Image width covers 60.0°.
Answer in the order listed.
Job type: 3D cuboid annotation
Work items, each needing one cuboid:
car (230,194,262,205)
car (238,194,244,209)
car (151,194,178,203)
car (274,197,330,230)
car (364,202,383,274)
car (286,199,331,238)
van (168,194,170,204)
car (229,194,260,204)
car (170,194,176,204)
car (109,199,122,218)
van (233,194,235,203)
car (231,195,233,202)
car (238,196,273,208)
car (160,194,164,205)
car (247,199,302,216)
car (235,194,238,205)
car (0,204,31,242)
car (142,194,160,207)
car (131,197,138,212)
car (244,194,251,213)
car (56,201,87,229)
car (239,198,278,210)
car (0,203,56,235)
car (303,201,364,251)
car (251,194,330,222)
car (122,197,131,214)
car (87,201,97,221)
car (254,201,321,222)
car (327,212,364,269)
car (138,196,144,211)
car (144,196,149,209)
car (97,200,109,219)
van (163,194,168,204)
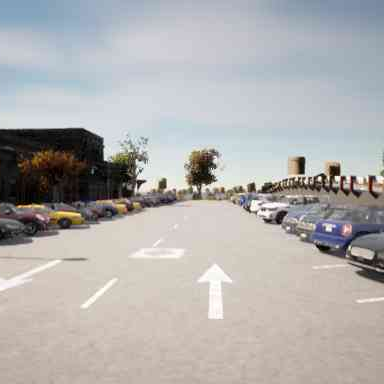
[{"bbox_3d":[10.243,1.365,63.315,5.566,2.045,2.435,1,0,-16],"label":"car"},{"bbox_3d":[8.392,1.285,36.191,5.566,2.045,2.435,1,0,-16],"label":"car"},{"bbox_3d":[-6.055,1.406,73.557,5.566,2.045,2.435,-1,0,-16],"label":"car"},{"bbox_3d":[7.224,1.356,18.115,4.553,1.767,2.185,1,0,-16],"label":"car"},{"bbox_3d":[6.405,1.193,6.059,5.566,2.045,2.435,1,0,-16],"label":"car"},{"bbox_3d":[7.025,1.347,15.094,4.553,1.767,2.185,1,0,-16],"label":"car"},{"bbox_3d":[-6.944,1.400,61.729,4.442,1.987,1.878,-1,0,-16],"label":"van"},{"bbox_3d":[10.491,1.374,66.366,5.566,2.045,2.435,1,0,-16],"label":"car"},{"bbox_3d":[-6.609,1.381,64.731,5.566,2.045,2.435,-1,0,-16],"label":"car"},{"bbox_3d":[-9.028,1.528,29.283,5.008,1.535,2.097,-1,-1,-16],"label":"car"},{"bbox_3d":[9.967,1.375,57.339,4.442,1.987,1.878,1,0,-16],"label":"van"},{"bbox_3d":[10.093,1.483,60.320,4.553,1.767,2.185,1,0,-16],"label":"car"},{"bbox_3d":[9.211,1.447,48.252,4.553,1.767,2.185,1,0,-16],"label":"car"},{"bbox_3d":[-7.429,1.601,52.914,4.892,1.521,2.231,-1,0,-16],"label":"car"},{"bbox_3d":[8.205,1.528,33.189,4.892,1.521,2.231,1,0,-16],"label":"car"},{"bbox_3d":[8.862,1.304,42.236,5.566,2.045,2.435,1,0,-16],"label":"car"},{"bbox_3d":[-10.037,1.484,14.530,4.892,1.521,2.231,-1,-1,-16],"label":"car"},{"bbox_3d":[-7.661,1.466,49.948,4.553,1.767,2.185,-1,0,-16],"label":"car"},{"bbox_3d":[-8.630,1.546,35.199,5.008,1.535,2.097,-1,0,-16],"label":"car"},{"bbox_3d":[8.047,1.267,30.173,5.566,2.045,2.435,1,0,-16],"label":"car"},{"bbox_3d":[-9.457,1.495,20.493,5.366,1.575,1.946,-1,-1,-16],"label":"car"},{"bbox_3d":[9.004,1.593,45.234,4.792,1.488,2.163,1,0,-16],"label":"car"},{"bbox_3d":[-9.865,1.366,17.477,4.553,1.767,2.185,-1,-1,-16],"label":"car"},{"bbox_3d":[6.759,1.337,12.067,4.553,1.767,2.185,1,0,-16],"label":"car"},{"bbox_3d":[7.582,1.248,24.123,5.566,2.045,2.435,1,0,-16],"label":"car"},{"bbox_3d":[-9.005,1.536,32.184,5.366,1.575,1.946,-1,0,-16],"label":"car"},{"bbox_3d":[-9.434,1.511,23.381,4.892,1.521,2.231,-1,-1,-16],"label":"car"},{"bbox_3d":[7.779,1.538,27.140,4.792,1.488,2.163,1,0,-16],"label":"car"},{"bbox_3d":[6.590,1.454,9.057,4.892,1.521,2.231,1,0,-16],"label":"car"},{"bbox_3d":[-8.604,1.554,38.087,5.366,1.575,1.946,-1,0,-16],"label":"car"},{"bbox_3d":[-8.205,1.593,41.114,4.792,1.488,2.163,-1,-1,-16],"label":"car"},{"bbox_3d":[-9.256,1.549,26.325,4.792,1.488,2.163,-1,0,-16],"label":"car"},{"bbox_3d":[-7.145,1.392,58.776,4.442,1.987,1.878,-1,0,-16],"label":"van"}]
